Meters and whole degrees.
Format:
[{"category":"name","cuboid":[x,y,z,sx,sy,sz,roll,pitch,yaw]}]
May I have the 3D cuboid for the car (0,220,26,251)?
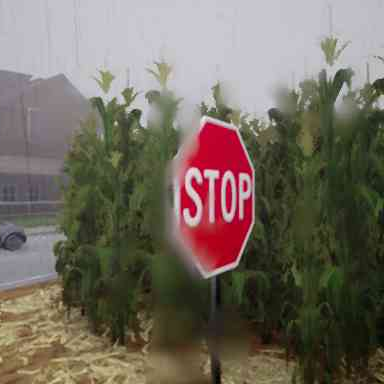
[{"category":"car","cuboid":[-8.317,1.562,11.995,1.994,1.385,4.181,0,0,36]}]
